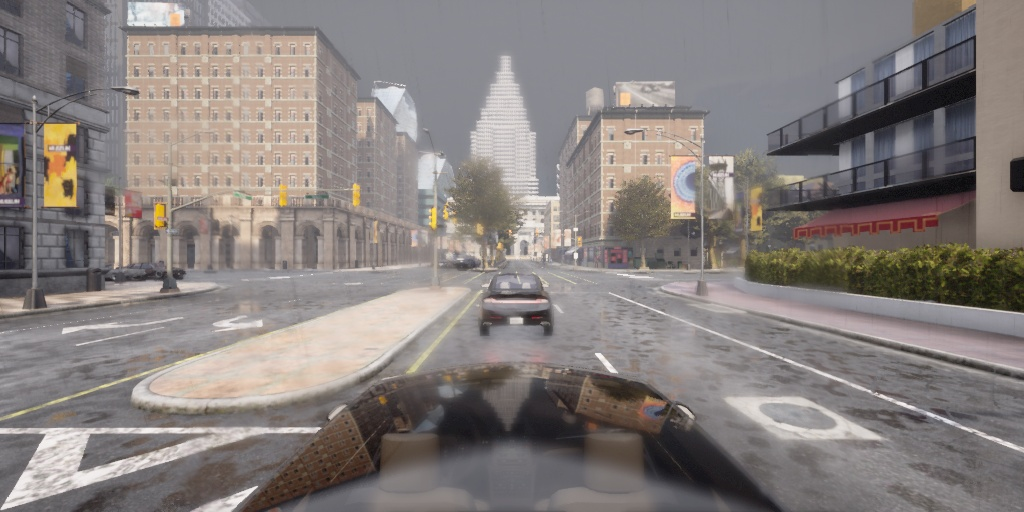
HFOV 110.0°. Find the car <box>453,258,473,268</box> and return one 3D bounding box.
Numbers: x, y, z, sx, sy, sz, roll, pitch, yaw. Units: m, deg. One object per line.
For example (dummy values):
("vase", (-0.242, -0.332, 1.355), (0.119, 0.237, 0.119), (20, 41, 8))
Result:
("car", (-8.010, 1.351, 59.125), (1.895, 1.301, 4.718), (0, 0, 0))

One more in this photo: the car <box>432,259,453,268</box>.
("car", (-11.499, 1.241, 60.573), (2.128, 1.511, 4.902), (0, 0, 0))

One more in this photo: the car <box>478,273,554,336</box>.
("car", (0.108, 1.241, 10.437), (2.128, 1.511, 4.902), (0, 0, 0))

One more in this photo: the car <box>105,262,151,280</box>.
("car", (-33.818, 1.351, 30.066), (4.718, 1.301, 1.895), (0, 0, 0))

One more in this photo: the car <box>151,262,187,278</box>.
("car", (-33.841, 1.297, 33.564), (5.357, 1.411, 2.033), (0, 0, 0))
